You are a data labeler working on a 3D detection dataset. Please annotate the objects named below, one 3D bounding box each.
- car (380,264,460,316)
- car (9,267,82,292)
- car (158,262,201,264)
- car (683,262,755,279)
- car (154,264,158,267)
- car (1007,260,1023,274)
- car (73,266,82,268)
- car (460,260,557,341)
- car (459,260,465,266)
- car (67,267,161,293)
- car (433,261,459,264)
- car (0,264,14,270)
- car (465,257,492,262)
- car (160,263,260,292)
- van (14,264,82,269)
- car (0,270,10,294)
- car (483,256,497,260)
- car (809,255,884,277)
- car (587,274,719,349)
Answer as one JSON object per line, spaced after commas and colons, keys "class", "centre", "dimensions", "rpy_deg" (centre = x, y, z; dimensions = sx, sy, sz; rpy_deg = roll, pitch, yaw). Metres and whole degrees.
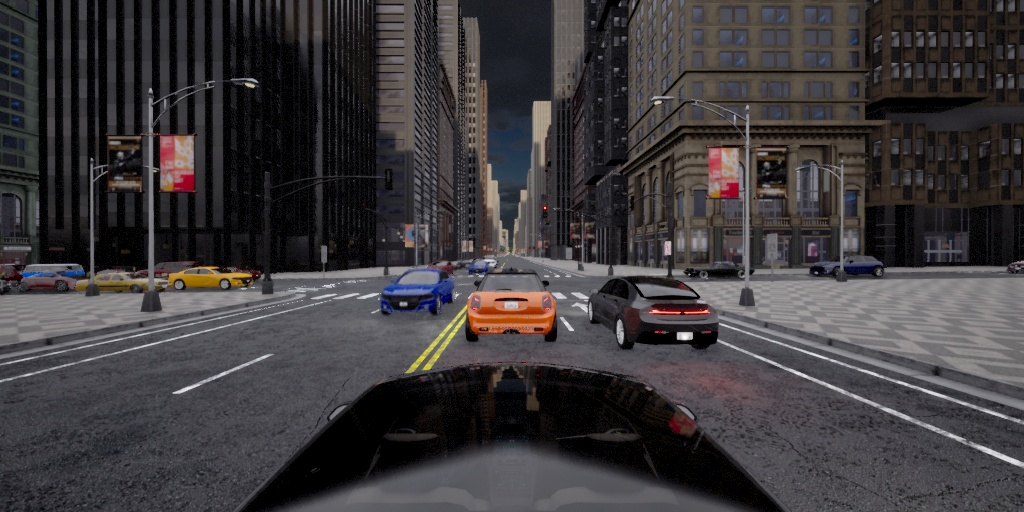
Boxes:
{"class": "car", "centre": [-3.379, 1.227, 13.648], "dimensions": [1.882, 1.535, 5.008], "rpy_deg": [0, 0, 0]}
{"class": "car", "centre": [-31.184, 1.720, 24.844], "dimensions": [4.181, 1.385, 1.994], "rpy_deg": [-1, 0, 0]}
{"class": "car", "centre": [-29.133, 1.418, 30.715], "dimensions": [5.009, 1.841, 2.192], "rpy_deg": [0, 0, 0]}
{"class": "car", "centre": [16.088, 1.102, 28.086], "dimensions": [4.718, 1.301, 1.895], "rpy_deg": [-1, 0, 0]}
{"class": "car", "centre": [-25.326, 1.567, 28.007], "dimensions": [4.892, 1.490, 1.837], "rpy_deg": [-1, 0, 0]}
{"class": "car", "centre": [41.996, 0.680, 28.088], "dimensions": [4.674, 1.442, 1.812], "rpy_deg": [-1, 0, 0]}
{"class": "car", "centre": [-34.220, 1.754, 30.719], "dimensions": [4.207, 1.307, 1.802], "rpy_deg": [0, 0, 0]}
{"class": "car", "centre": [-0.008, 1.101, 10.003], "dimensions": [2.097, 1.767, 4.553], "rpy_deg": [0, 0, 0]}
{"class": "car", "centre": [-6.721, 1.291, 50.718], "dimensions": [1.994, 1.385, 4.181], "rpy_deg": [0, 0, 0]}
{"class": "car", "centre": [-23.883, 1.595, 22.183], "dimensions": [4.829, 1.417, 1.751], "rpy_deg": [0, 0, 0]}
{"class": "car", "centre": [-7.060, 1.217, 36.043], "dimensions": [1.882, 1.535, 5.008], "rpy_deg": [0, 0, 5]}
{"class": "car", "centre": [-44.394, 1.625, 30.727], "dimensions": [5.009, 1.841, 2.192], "rpy_deg": [0, 0, 0]}
{"class": "car", "centre": [-3.442, 1.216, 37.746], "dimensions": [1.882, 1.535, 5.008], "rpy_deg": [0, 0, 0]}
{"class": "car", "centre": [-20.785, 1.491, 24.843], "dimensions": [5.008, 1.535, 1.882], "rpy_deg": [-1, 0, 0]}
{"class": "van", "centre": [-39.307, 1.582, 30.723], "dimensions": [3.998, 1.789, 1.690], "rpy_deg": [0, 0, 0]}
{"class": "car", "centre": [-33.825, 1.753, 22.180], "dimensions": [4.403, 1.370, 2.007], "rpy_deg": [0, 0, 0]}
{"class": "car", "centre": [-3.474, 0.947, 53.605], "dimensions": [2.150, 2.045, 5.566], "rpy_deg": [0, 0, 0]}
{"class": "car", "centre": [26.102, 0.719, 28.097], "dimensions": [4.553, 1.767, 2.097], "rpy_deg": [-1, 0, 0]}
{"class": "car", "centre": [3.234, 1.254, 9.143], "dimensions": [1.837, 1.490, 4.892], "rpy_deg": [0, 0, 0]}
